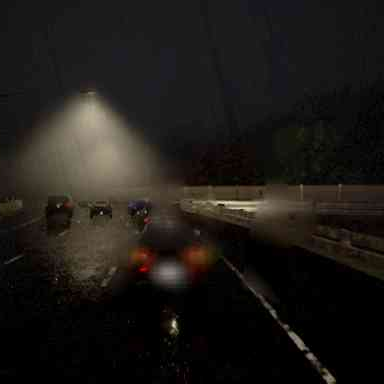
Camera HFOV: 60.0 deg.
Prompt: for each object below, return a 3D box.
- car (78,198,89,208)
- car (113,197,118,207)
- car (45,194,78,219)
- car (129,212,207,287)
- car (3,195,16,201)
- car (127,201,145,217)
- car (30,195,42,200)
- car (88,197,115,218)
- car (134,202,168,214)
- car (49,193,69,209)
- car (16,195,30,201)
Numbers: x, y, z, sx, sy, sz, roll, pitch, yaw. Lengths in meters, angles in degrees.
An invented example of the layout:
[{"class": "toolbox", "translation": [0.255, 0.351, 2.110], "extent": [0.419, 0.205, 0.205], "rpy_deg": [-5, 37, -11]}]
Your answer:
[{"class": "car", "translation": [-15.706, 1.591, 48.801], "extent": [1.994, 1.385, 4.181], "rpy_deg": [0, 0, -26]}, {"class": "car", "translation": [-12.464, 1.532, 50.149], "extent": [1.837, 1.490, 4.892], "rpy_deg": [0, 0, -26]}, {"class": "car", "translation": [-11.847, 1.242, 30.093], "extent": [2.150, 2.045, 5.566], "rpy_deg": [0, 0, -17]}, {"class": "car", "translation": [-0.693, 1.529, 9.260], "extent": [1.812, 1.442, 4.674], "rpy_deg": [0, 0, -5]}, {"class": "car", "translation": [-45.540, 1.443, 80.712], "extent": [4.902, 1.511, 2.128], "rpy_deg": [0, 0, 38]}, {"class": "car", "translation": [-5.132, 1.539, 31.891], "extent": [1.812, 1.442, 4.674], "rpy_deg": [0, 0, -17]}, {"class": "car", "translation": [-40.665, 1.524, 85.838], "extent": [4.718, 1.301, 1.895], "rpy_deg": [0, 0, 38]}, {"class": "car", "translation": [-8.350, 1.522, 30.504], "extent": [1.837, 1.490, 4.892], "rpy_deg": [0, 0, -16]}, {"class": "car", "translation": [-2.342, 1.556, 20.580], "extent": [2.033, 1.411, 5.357], "rpy_deg": [0, 0, -11]}, {"class": "car", "translation": [-19.400, 1.253, 48.435], "extent": [2.150, 2.045, 5.566], "rpy_deg": [0, 0, -27]}, {"class": "car", "translation": [-43.311, 1.416, 83.410], "extent": [4.892, 1.490, 1.837], "rpy_deg": [0, 0, 38]}]
